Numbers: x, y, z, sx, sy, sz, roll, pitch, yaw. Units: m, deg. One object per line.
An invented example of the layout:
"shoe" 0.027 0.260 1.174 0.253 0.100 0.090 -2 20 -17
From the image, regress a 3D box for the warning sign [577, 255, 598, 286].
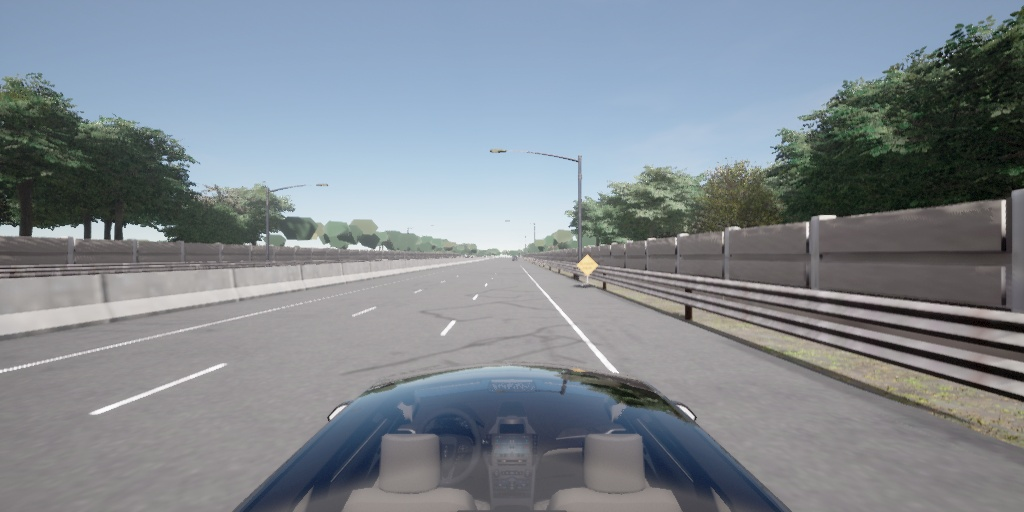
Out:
"warning sign" 4.549 0.850 21.622 1.300 1.860 1.060 0 0 0
